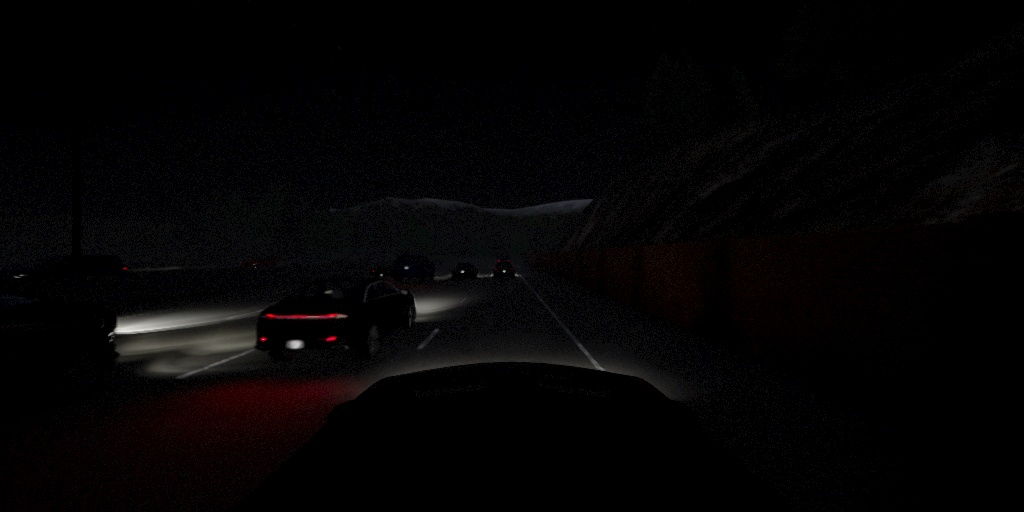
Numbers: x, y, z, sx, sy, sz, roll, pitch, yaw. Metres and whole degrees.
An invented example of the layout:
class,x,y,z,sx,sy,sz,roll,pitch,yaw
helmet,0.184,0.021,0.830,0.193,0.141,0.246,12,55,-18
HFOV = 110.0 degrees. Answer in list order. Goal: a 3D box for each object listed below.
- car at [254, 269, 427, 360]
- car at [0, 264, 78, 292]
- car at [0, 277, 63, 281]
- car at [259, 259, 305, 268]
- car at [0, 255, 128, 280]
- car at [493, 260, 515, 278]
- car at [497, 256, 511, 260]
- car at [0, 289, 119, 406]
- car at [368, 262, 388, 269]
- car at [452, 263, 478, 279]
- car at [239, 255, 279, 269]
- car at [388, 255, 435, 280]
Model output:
class,x,y,z,sx,sy,sz,roll,pitch,yaw
car,-3.632,1.236,8.326,2.128,1.511,4.902,0,0,-1
car,-28.617,1.235,20.579,1.812,1.442,4.674,0,0,-1
car,-10.607,1.299,6.965,1.994,1.385,4.181,0,0,-1
car,-21.950,1.240,35.054,1.812,1.442,4.674,0,0,-1
car,-25.112,0.935,20.106,2.150,2.045,5.566,0,0,-1
car,-0.733,1.306,33.613,1.994,1.385,4.181,0,0,-1
car,-1.327,0.957,59.160,2.150,2.045,5.566,0,0,-1
car,-7.001,1.218,3.444,1.882,1.535,5.008,0,0,-2
car,-11.231,1.330,32.929,1.895,1.301,4.718,0,0,-1
car,-4.204,1.302,32.199,1.994,1.385,4.181,0,0,-1
car,-32.690,0.923,46.768,2.150,2.045,5.566,0,0,-1
car,-7.637,0.956,28.422,2.150,2.045,5.566,0,0,-1
